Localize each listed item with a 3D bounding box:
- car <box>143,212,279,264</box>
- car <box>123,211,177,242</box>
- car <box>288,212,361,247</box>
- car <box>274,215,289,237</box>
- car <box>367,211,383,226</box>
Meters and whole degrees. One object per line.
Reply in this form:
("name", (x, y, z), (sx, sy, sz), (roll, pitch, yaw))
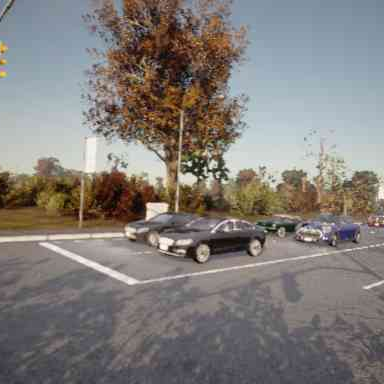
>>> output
("car", (0.881, 1.693, 12.765), (4.902, 1.511, 2.128), (4, -1, -42))
("car", (-0.971, 1.661, 15.813), (4.674, 1.442, 1.812), (4, -1, -40))
("car", (7.799, 2.002, 18.972), (4.553, 1.767, 2.097), (4, -1, -42))
("car", (6.096, 2.194, 22.146), (4.718, 1.301, 1.895), (4, -1, -42))
("car", (20.436, 2.812, 35.432), (4.553, 1.767, 2.097), (3, -1, -44))
